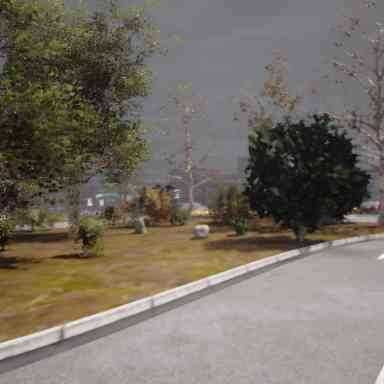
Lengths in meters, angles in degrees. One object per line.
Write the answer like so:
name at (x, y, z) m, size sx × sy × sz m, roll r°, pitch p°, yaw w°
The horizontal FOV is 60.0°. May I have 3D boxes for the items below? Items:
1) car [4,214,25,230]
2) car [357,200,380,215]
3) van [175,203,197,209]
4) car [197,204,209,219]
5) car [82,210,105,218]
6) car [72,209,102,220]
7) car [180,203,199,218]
car at (-20.184, 3.354, 34.886) m, size 2.128 × 1.511 × 4.902 m, roll -2°, pitch -2°, yaw 42°
car at (21.568, 1.760, 39.558) m, size 2.185 × 1.767 × 4.553 m, roll -3°, pitch -2°, yaw 41°
van at (-0.519, 2.421, 42.873) m, size 1.878 × 1.987 × 4.442 m, roll -4°, pitch -3°, yaw 41°
car at (3.369, 2.378, 39.028) m, size 1.946 × 1.575 × 5.366 m, roll -3°, pitch -2°, yaw 41°
car at (-16.112, 3.935, 56.553) m, size 2.002 × 1.452 × 4.674 m, roll -5°, pitch -4°, yaw 41°
car at (-18.519, 3.980, 58.623) m, size 2.185 × 1.767 × 4.553 m, roll -5°, pitch -4°, yaw 42°
car at (1.379, 2.504, 40.790) m, size 1.946 × 1.575 × 5.366 m, roll -4°, pitch -3°, yaw 41°
